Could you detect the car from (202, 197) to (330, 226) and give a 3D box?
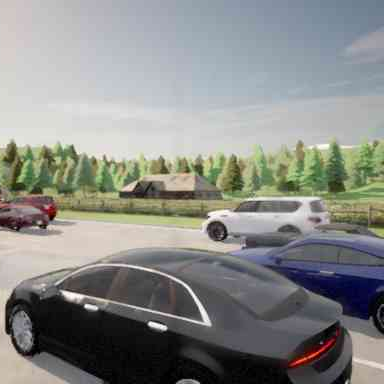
[{"bbox_3d":[3.144,1.227,14.649,5.566,2.045,2.150,0,0,36],"label":"car"}]

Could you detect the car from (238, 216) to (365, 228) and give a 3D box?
[{"bbox_3d":[3.908,1.603,9.804,4.718,1.301,1.895,0,0,36],"label":"car"}]

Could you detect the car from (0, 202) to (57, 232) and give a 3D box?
[{"bbox_3d":[-10.452,1.546,20.036,4.674,1.442,1.812,0,0,35],"label":"car"}]

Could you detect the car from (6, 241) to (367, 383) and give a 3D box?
[{"bbox_3d":[-0.588,1.508,4.412,4.892,1.490,1.837,0,0,36],"label":"car"}]

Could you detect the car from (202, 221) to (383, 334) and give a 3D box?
[{"bbox_3d":[2.552,1.527,6.472,4.674,1.442,1.812,0,0,36],"label":"car"}]

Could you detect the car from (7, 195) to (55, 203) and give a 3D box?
[{"bbox_3d":[-12.874,1.247,26.080,5.566,2.045,2.150,0,0,35],"label":"car"}]
